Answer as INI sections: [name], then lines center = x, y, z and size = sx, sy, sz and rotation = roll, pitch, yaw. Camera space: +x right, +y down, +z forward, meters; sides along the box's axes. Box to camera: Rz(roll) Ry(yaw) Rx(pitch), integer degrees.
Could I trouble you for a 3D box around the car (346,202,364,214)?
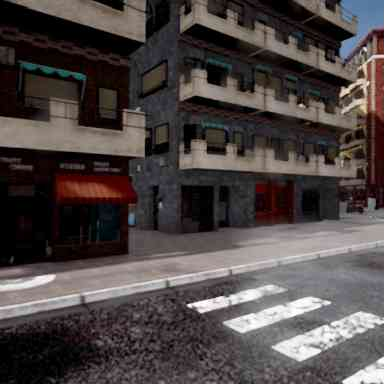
[car]
center = 18.051, 1.806, 38.433
size = 1.895, 1.301, 4.718
rotation = 0, 0, 5
